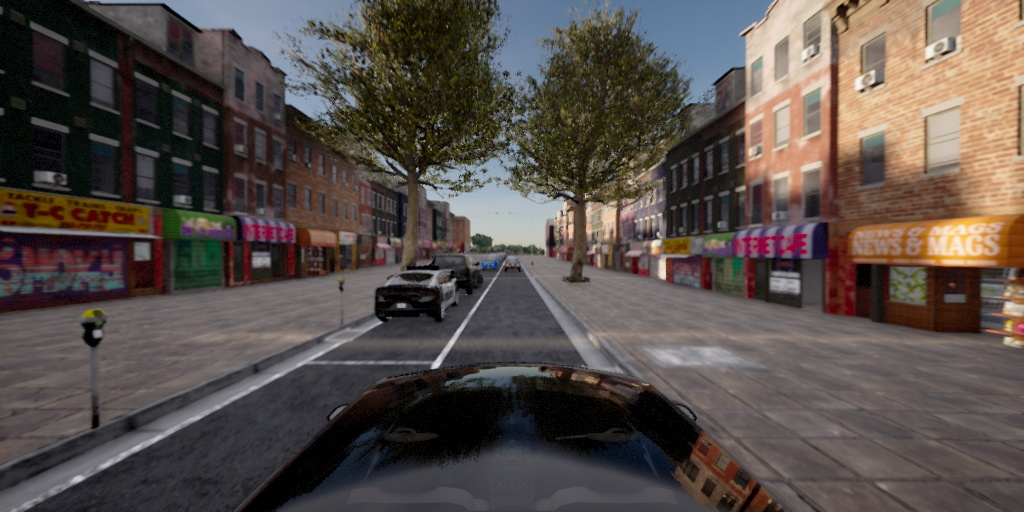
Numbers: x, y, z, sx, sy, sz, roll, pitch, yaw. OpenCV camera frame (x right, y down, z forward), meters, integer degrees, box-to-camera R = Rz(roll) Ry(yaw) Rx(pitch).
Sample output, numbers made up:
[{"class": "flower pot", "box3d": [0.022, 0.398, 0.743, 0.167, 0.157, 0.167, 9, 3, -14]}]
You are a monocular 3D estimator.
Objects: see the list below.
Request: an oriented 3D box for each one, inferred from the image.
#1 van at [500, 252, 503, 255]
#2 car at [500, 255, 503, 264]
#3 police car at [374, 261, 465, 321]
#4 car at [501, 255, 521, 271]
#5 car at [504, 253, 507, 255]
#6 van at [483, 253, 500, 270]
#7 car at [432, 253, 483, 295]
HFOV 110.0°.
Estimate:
[{"class": "van", "box3d": [-2.658, 0.539, 53.749, 1.690, 1.789, 3.998, 0, 0, 0]}, {"class": "car", "box3d": [-2.656, 0.856, 48.204, 2.007, 1.370, 4.403, 0, 0, 0]}, {"class": "police car", "box3d": [-3.013, 1.131, 12.363, 1.930, 1.638, 5.238, 0, 0, 0]}, {"class": "car", "box3d": [0.074, 0.970, 41.163, 2.033, 1.411, 5.357, 0, 1, 0]}, {"class": "car", "box3d": [0.017, 0.720, 53.925, 1.812, 1.442, 4.674, 0, 1, 1]}, {"class": "van", "box3d": [-2.654, 0.742, 42.657, 1.690, 1.789, 3.998, 0, 0, 0]}, {"class": "car", "box3d": [-2.989, 0.882, 19.282, 2.150, 2.045, 5.566, 0, 0, 0]}]
